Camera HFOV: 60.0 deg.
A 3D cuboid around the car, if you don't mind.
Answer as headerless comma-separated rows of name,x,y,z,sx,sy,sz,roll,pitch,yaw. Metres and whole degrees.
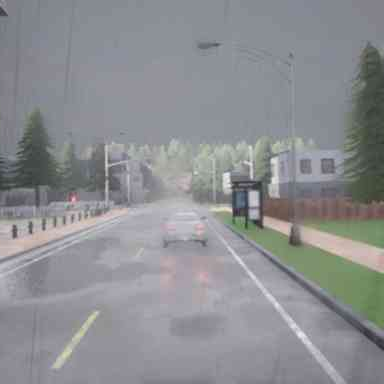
car,-0.322,1.579,15.201,1.812,1.442,4.674,-1,0,-1
